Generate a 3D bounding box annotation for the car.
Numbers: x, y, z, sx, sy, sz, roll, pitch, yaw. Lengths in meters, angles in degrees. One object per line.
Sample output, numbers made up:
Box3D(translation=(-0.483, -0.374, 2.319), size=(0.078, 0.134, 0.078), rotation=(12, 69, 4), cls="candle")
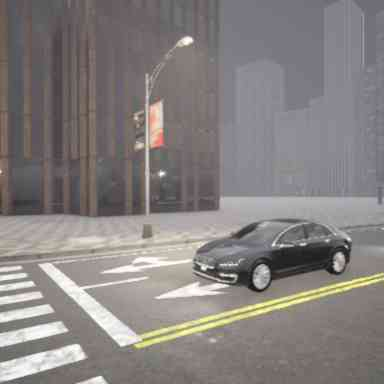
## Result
Box3D(translation=(2.308, 1.493, 8.944), size=(4.892, 1.490, 1.837), rotation=(0, 0, -33), cls="car")
